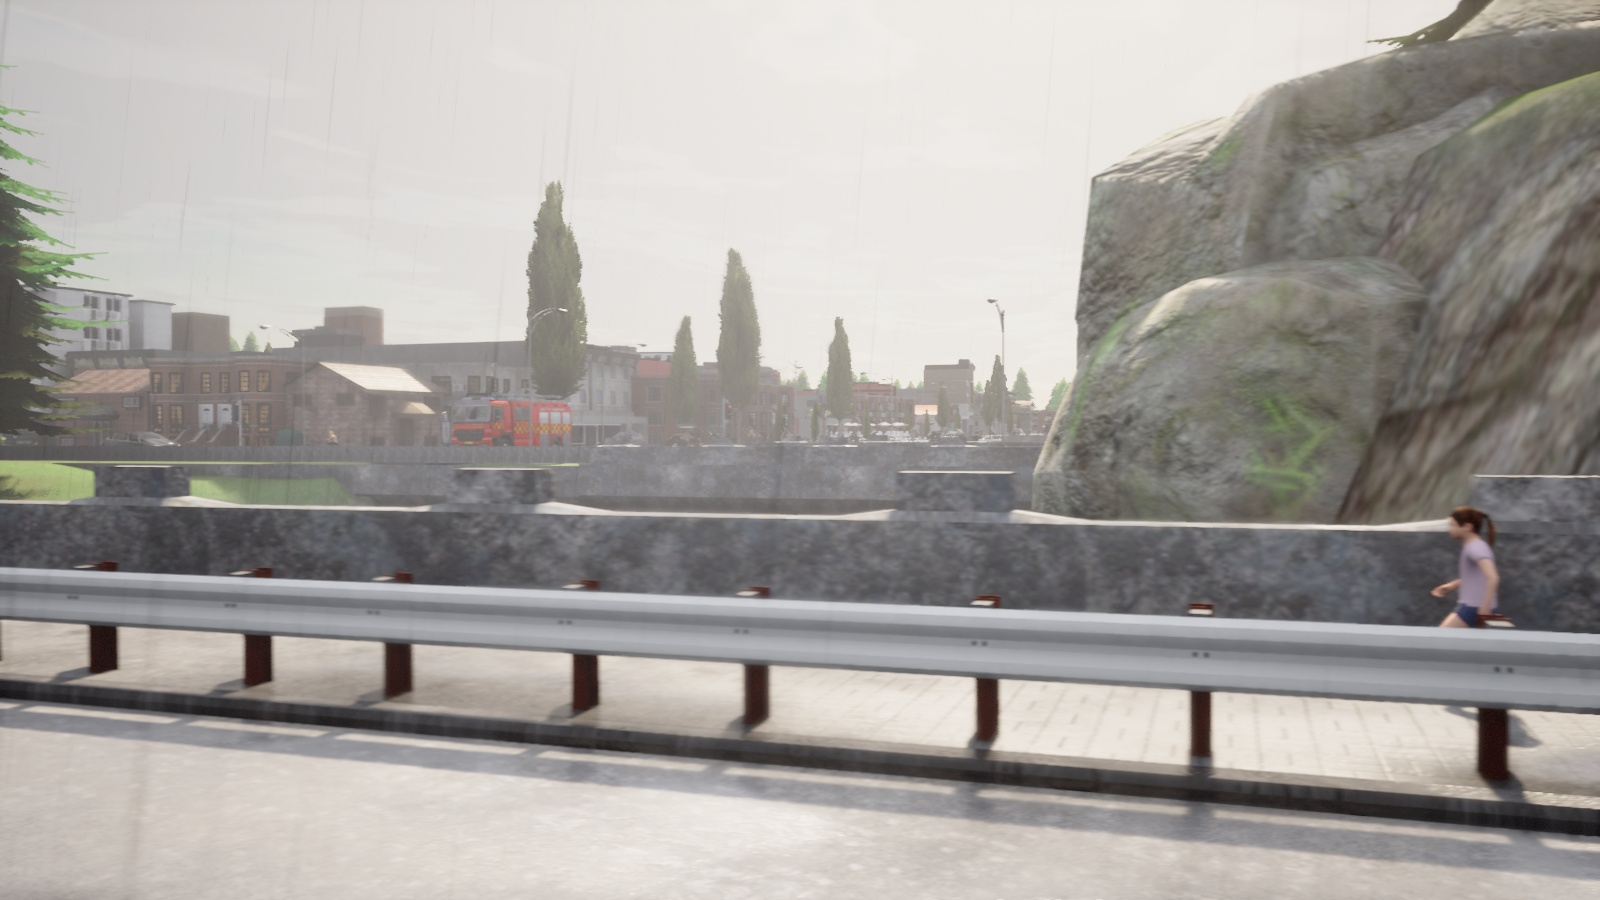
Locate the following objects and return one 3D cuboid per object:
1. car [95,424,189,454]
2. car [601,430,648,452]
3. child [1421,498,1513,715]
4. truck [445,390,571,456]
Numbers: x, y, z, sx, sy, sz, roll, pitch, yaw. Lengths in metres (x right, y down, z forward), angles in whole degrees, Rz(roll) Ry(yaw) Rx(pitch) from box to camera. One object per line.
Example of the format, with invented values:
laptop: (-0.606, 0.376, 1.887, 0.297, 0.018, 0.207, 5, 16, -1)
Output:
car: (-38.301, -0.644, 73.116, 4.611, 1.667, 2.242, 1, 1, 19)
car: (-12.526, -0.644, 89.748, 1.845, 1.501, 3.633, 1, 1, 19)
child: (3.583, 0.822, 6.744, 0.394, 1.110, 0.255, 1, 1, 36)
truck: (-17.735, -1.638, 76.980, 2.891, 3.827, 8.468, 1, 1, 25)
